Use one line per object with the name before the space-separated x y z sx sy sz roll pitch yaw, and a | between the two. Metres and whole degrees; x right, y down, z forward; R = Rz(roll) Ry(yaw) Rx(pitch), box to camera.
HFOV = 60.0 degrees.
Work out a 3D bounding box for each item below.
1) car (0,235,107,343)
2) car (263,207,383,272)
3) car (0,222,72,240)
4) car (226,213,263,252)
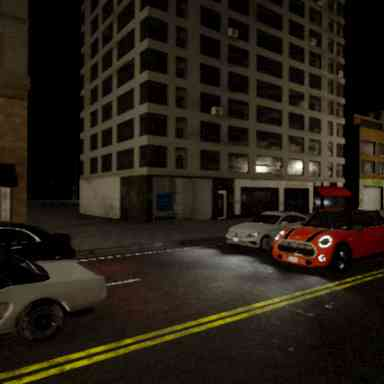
car | -3.840 1.600 4.914 4.718 1.301 1.895 0 0 -35
car | 4.786 1.381 10.980 4.553 1.767 2.097 0 0 -35
car | -5.313 1.505 7.856 4.892 1.490 1.837 0 0 -36
car | 3.568 1.557 14.089 4.674 1.442 1.812 0 0 -35
